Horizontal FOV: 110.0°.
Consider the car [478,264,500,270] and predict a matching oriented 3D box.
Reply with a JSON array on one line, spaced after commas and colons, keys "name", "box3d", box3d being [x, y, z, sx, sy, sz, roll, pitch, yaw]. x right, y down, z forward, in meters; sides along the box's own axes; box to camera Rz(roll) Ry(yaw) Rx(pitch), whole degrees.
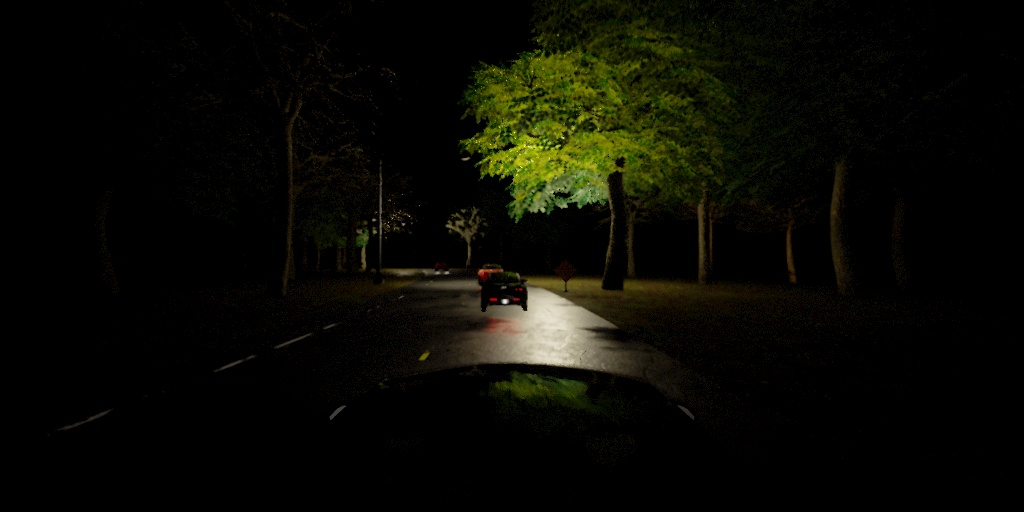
[{"name": "car", "box3d": [-1.796, 1.450, 30.443, 2.097, 1.767, 4.553, 0, -1, -7]}]

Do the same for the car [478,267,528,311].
[{"name": "car", "box3d": [-0.387, 1.408, 15.467, 1.837, 1.490, 4.892, 0, 0, -3]}]

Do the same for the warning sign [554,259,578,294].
[{"name": "warning sign", "box3d": [2.904, 1.064, 19.348, 1.300, 1.860, 1.060, 0, 0, -4]}]
